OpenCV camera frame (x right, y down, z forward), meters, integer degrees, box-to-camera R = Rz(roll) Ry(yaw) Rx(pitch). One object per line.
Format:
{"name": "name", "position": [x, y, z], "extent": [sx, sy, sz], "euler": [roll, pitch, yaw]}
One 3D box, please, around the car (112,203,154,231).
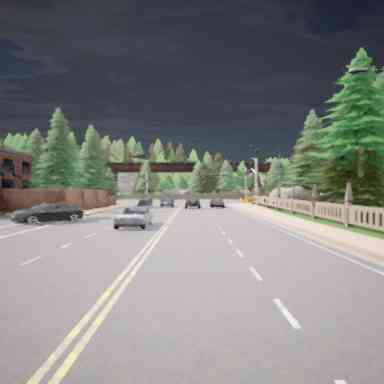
{"name": "car", "position": [-3.600, 1.593, 20.912], "extent": [1.895, 1.301, 4.718], "euler": [0, 0, 0]}

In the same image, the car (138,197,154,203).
{"name": "car", "position": [-7.030, 1.528, 51.254], "extent": [2.033, 1.411, 5.357], "euler": [0, 0, 1]}

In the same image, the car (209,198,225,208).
{"name": "car", "position": [3.599, 1.545, 48.289], "extent": [1.994, 1.385, 4.181], "euler": [0, 0, 0]}

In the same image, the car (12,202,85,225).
{"name": "car", "position": [-10.227, 1.492, 23.978], "extent": [1.837, 1.490, 4.892], "euler": [6, 4, 44]}

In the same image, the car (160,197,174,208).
{"name": "car", "position": [-3.559, 1.475, 47.986], "extent": [2.128, 1.511, 4.902], "euler": [0, 0, 0]}

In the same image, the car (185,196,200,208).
{"name": "car", "position": [0.099, 1.334, 46.623], "extent": [2.097, 1.767, 4.553], "euler": [0, 0, 0]}
